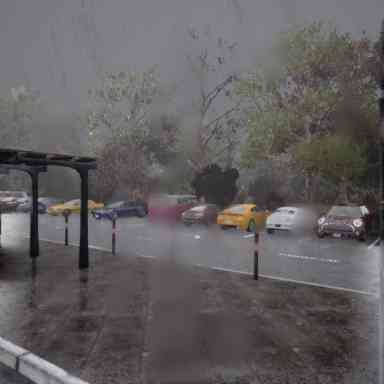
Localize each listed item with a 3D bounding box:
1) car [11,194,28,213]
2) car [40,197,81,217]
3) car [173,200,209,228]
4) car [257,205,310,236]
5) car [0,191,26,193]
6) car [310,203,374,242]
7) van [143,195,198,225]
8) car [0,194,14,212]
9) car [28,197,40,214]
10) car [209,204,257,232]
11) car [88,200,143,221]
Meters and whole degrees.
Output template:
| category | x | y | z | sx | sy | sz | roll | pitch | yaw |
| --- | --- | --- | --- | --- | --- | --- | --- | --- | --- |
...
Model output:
| category | x | y | z | sx | sy | sz | roll | pitch | yaw |
| --- | --- | --- | --- | --- | --- | --- | --- | --- | --- |
| car | -14.713 | 1.277 | 33.106 | 2.231 | 1.521 | 4.892 | 1 | 0 | 35 |
| car | -10.295 | 1.323 | 29.742 | 1.946 | 1.575 | 5.366 | 1 | 0 | 35 |
| car | 1.134 | 1.491 | 21.871 | 2.002 | 1.452 | 4.674 | 1 | 0 | 35 |
| car | 5.666 | 1.541 | 18.663 | 2.002 | 1.452 | 4.674 | 1 | 0 | 35 |
| car | -21.527 | 0.950 | 37.889 | 2.435 | 2.045 | 5.566 | 1 | 0 | 35 |
| car | 7.952 | 1.402 | 17.085 | 2.185 | 1.767 | 4.553 | 1 | 0 | 35 |
| van | -1.059 | 1.200 | 23.571 | 1.878 | 1.987 | 4.442 | 1 | 0 | 35 |
| car | -16.979 | 1.251 | 34.709 | 2.097 | 1.535 | 5.008 | 1 | 0 | 35 |
| car | -12.436 | 1.331 | 31.521 | 2.163 | 1.488 | 4.792 | 1 | 0 | 35 |
| car | 3.400 | 1.476 | 20.264 | 2.097 | 1.535 | 5.008 | 1 | 0 | 35 |
| car | -5.674 | 1.405 | 26.661 | 2.163 | 1.488 | 4.792 | 1 | 0 | 35 |
